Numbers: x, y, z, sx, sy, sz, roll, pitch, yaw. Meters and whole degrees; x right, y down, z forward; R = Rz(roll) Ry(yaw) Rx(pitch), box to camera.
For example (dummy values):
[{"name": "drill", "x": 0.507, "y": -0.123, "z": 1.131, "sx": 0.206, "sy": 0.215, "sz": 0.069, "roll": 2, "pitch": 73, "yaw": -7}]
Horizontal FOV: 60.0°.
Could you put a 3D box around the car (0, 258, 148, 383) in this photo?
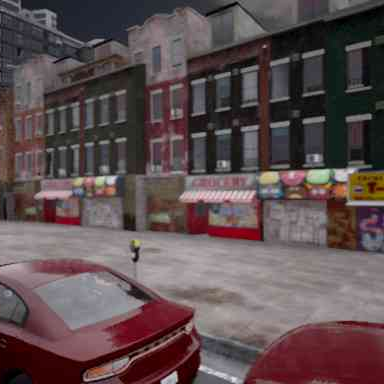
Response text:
[{"name": "car", "x": -2.015, "y": 1.541, "z": 4.256, "sx": 4.507, "sy": 1.381, "sz": 1.887, "roll": 0, "pitch": 0, "yaw": 36}]

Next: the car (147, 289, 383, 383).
[{"name": "car", "x": 2.468, "y": 1.317, "z": 1.061, "sx": 5.009, "sy": 1.841, "sz": 2.192, "roll": 0, "pitch": 0, "yaw": 36}]
